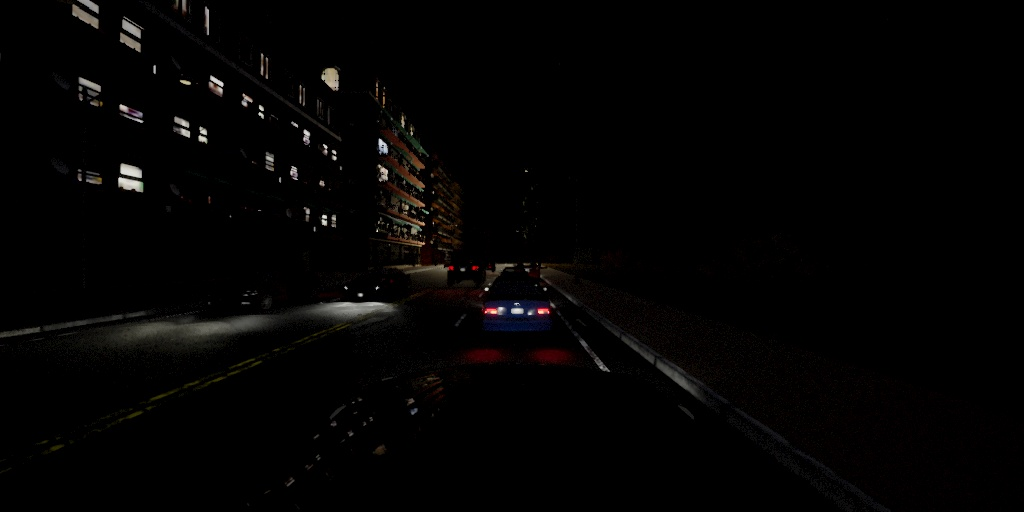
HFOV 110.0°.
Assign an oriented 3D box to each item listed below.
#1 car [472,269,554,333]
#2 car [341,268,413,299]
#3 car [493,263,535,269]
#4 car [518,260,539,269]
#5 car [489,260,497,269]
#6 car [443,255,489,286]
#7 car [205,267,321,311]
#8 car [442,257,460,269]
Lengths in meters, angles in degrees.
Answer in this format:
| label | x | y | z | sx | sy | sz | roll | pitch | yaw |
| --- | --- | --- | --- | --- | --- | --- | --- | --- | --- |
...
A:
| label | x | y | z | sx | sy | sz | roll | pitch | yaw |
| --- | --- | --- | --- | --- | --- | --- | --- | --- | --- |
| car | 0.118 | 1.298 | 10.638 | 2.033 | 1.411 | 5.357 | 0 | 0 | 0 |
| car | -6.572 | 1.298 | 18.211 | 2.033 | 1.411 | 5.357 | 0 | 0 | 0 |
| car | 0.130 | 1.315 | 20.971 | 1.994 | 1.385 | 4.181 | 0 | 0 | 1 |
| car | 1.190 | 1.102 | 29.905 | 2.097 | 1.767 | 4.553 | 0 | 0 | 0 |
| car | -3.066 | 1.237 | 45.825 | 2.128 | 1.511 | 4.902 | 0 | -1 | 0 |
| car | -3.108 | 0.971 | 25.338 | 2.150 | 2.045 | 5.566 | 0 | 0 | 0 |
| car | -9.826 | 1.229 | 14.662 | 1.882 | 1.535 | 5.008 | 0 | 0 | 0 |
| car | -9.727 | 1.099 | 57.853 | 2.097 | 1.767 | 4.553 | 0 | 0 | 0 |
